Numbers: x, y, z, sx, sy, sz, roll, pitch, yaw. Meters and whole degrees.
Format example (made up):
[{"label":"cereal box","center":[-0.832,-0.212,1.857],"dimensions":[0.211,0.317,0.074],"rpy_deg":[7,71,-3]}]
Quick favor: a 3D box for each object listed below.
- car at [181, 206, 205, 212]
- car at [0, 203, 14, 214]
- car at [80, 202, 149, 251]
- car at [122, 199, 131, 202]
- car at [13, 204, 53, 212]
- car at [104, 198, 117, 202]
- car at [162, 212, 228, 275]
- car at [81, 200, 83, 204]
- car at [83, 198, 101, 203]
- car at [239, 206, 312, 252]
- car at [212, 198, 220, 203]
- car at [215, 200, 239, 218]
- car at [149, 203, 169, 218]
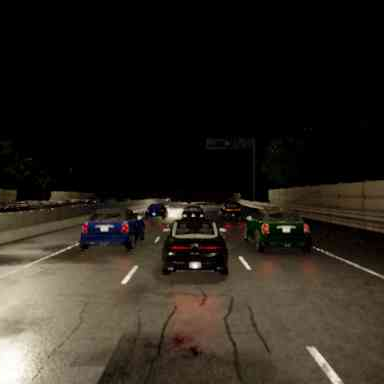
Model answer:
[{"label":"car","center":[0.093,1.808,26.681],"dimensions":[2.033,1.411,5.357],"rpy_deg":[0,-1,0]},{"label":"car","center":[-17.600,1.793,30.977],"dimensions":[2.128,1.511,4.902],"rpy_deg":[0,-1,0]},{"label":"car","center":[-3.407,1.500,15.073],"dimensions":[2.097,1.767,4.553],"rpy_deg":[0,-1,0]},{"label":"car","center":[-14.008,2.216,71.255],"dimensions":[1.994,1.385,4.181],"rpy_deg":[0,-1,0]},{"label":"car","center":[-14.100,1.862,30.549],"dimensions":[1.994,1.385,4.181],"rpy_deg":[0,-1,0]},{"label":"car","center":[-17.508,2.013,71.703],"dimensions":[2.097,1.767,4.553],"rpy_deg":[0,-1,0]},{"label":"car","center":[0.085,1.613,10.824],"dimensions":[1.837,1.490,4.892],"rpy_deg":[0,0,0]},{"label":"car","center":[-23.871,2.040,75.936],"dimensions":[1.895,1.301,4.718],"rpy_deg":[0,-1,-3]},{"label":"car","center":[-21.008,2.018,71.286],"dimensions":[2.097,1.767,4.553],"rpy_deg":[0,-1,0]},{"label":"car","center":[3.593,1.497,14.753],"dimensions":[2.097,1.767,4.553],"rpy_deg":[0,-1,0]},{"label":"car","center":[6.888,2.378,89.057],"dimensions":[1.994,1.385,4.181],"rpy_deg":[0,-1,1]},{"label":"car","center":[3.593,1.797,31.300],"dimensions":[2.128,1.511,4.902],"rpy_deg":[0,-1,0]},{"label":"car","center":[-3.419,1.841,32.304],"dimensions":[1.812,1.442,4.674],"rpy_deg":[0,-1,0]}]
